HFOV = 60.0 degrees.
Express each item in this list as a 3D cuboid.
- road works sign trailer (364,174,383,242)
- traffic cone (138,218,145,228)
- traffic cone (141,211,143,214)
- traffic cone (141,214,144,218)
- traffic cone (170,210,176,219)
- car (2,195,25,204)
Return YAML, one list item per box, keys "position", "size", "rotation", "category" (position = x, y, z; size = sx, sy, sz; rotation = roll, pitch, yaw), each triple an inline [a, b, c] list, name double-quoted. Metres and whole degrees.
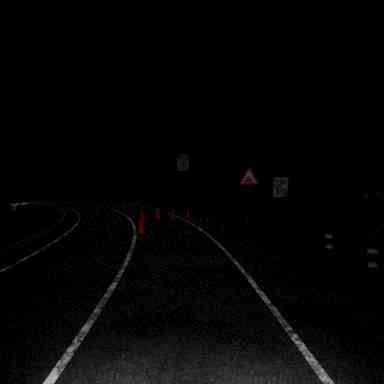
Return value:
- position: [7.390, 0.813, 10.801]
  size: [2.380, 2.880, 3.560]
  rotation: [43, 2, -1]
  category: "road works sign trailer"
- position: [-2.415, 1.661, 15.749]
  size: [0.340, 0.580, 0.340]
  rotation: [-1, 2, -8]
  category: "traffic cone"
- position: [-2.963, 1.557, 19.710]
  size: [0.340, 0.580, 0.340]
  rotation: [-1, 2, -8]
  category: "traffic cone"
- position: [-2.689, 1.610, 17.730]
  size: [0.340, 0.580, 0.340]
  rotation: [-1, 2, -8]
  category: "traffic cone"
- position: [-1.264, 1.453, 21.954]
  size: [0.340, 0.580, 0.340]
  rotation: [-1, 2, -7]
  category: "traffic cone"
- position: [-29.322, 1.212, 54.558]
  size: [4.674, 1.442, 1.812]
  rotation: [-2, 4, 35]
  category: "car"
